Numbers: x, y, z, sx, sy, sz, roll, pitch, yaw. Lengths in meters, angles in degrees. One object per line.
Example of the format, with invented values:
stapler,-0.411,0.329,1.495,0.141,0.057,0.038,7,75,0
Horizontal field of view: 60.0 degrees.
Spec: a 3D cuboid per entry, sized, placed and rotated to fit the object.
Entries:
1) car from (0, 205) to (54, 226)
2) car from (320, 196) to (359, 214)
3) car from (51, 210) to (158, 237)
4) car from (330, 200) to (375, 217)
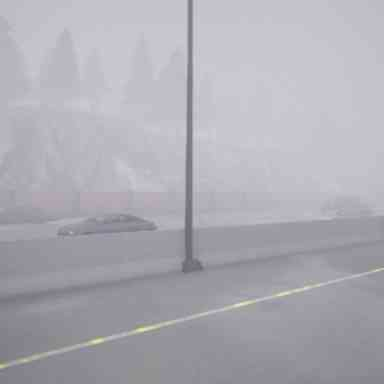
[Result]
car,-11.383,1.535,21.649,5.357,1.411,2.033,1,0,-35
car,16.578,1.466,36.888,5.566,2.045,2.150,1,0,-36
car,-3.528,1.585,14.331,4.181,1.385,1.994,1,0,-35
car,15.631,1.782,31.923,4.181,1.385,1.994,1,0,-35
